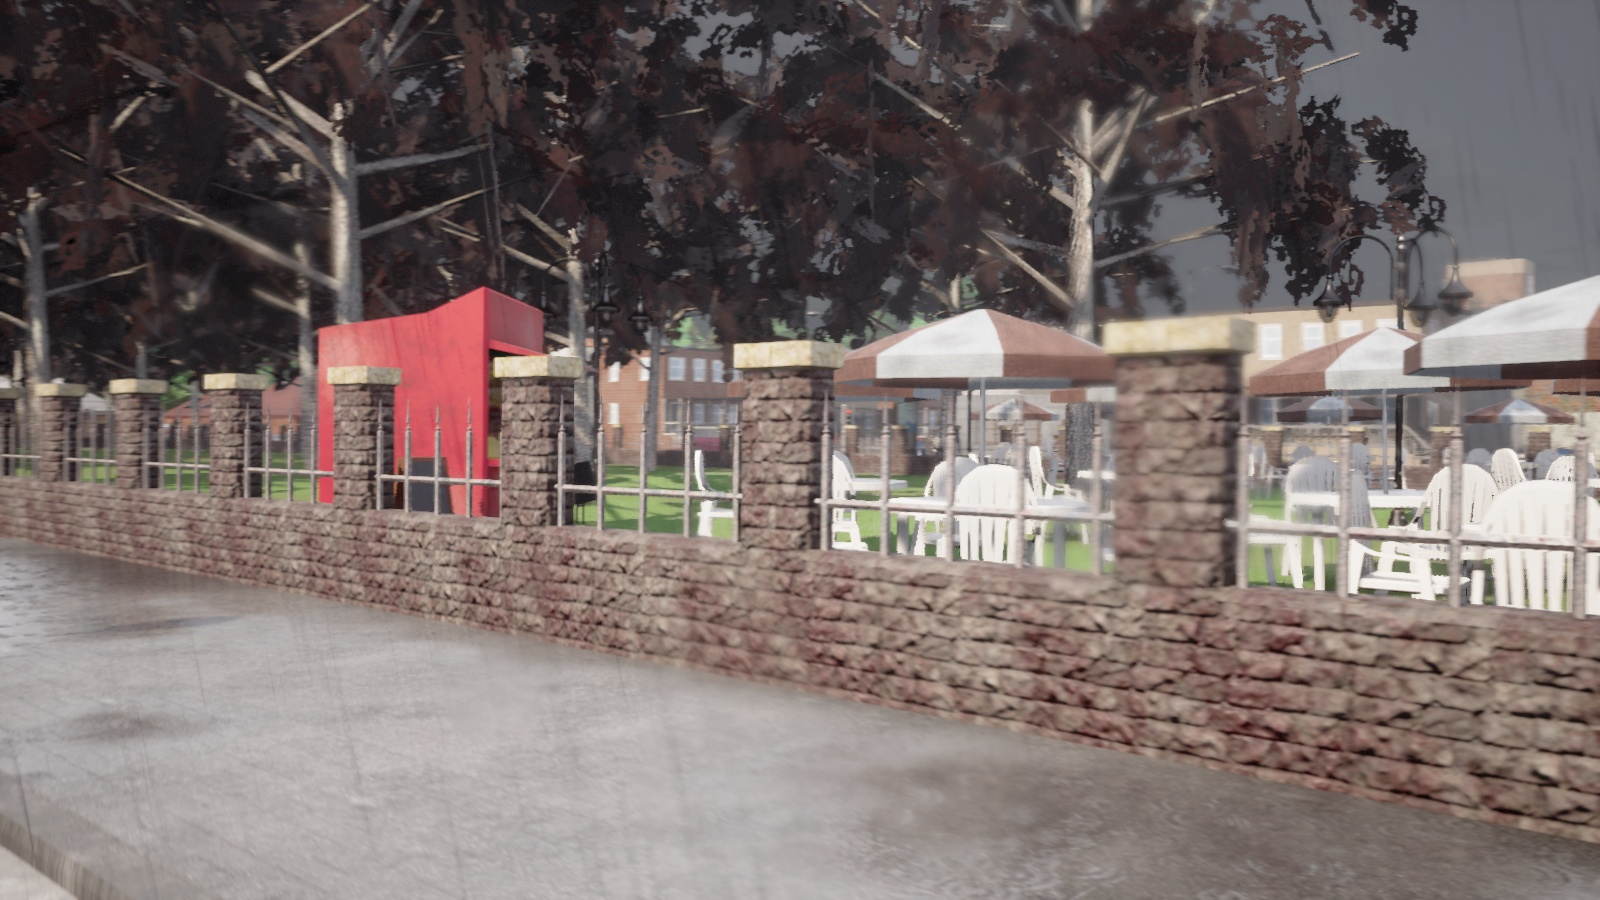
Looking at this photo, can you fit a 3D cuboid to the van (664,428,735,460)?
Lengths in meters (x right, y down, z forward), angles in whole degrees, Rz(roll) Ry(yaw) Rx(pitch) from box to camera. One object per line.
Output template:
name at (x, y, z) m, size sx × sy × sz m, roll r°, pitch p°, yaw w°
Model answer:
van at (-6.342, -0.396, 79.488) m, size 1.775 × 1.987 × 4.442 m, roll 0°, pitch 1°, yaw 41°
